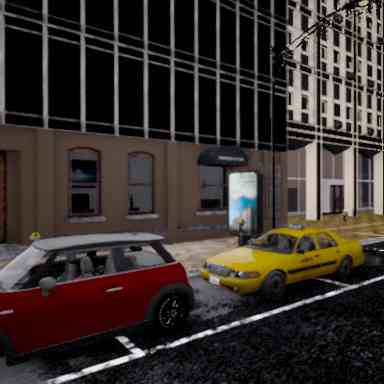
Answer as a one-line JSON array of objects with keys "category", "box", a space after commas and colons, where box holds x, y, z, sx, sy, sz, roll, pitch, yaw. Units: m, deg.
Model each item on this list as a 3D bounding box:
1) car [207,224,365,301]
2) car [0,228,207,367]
[{"category": "car", "box": [2.432, 1.503, 8.293, 4.829, 1.417, 1.752, 0, 0, -35]}, {"category": "car", "box": [-2.028, 1.437, 5.113, 4.097, 1.590, 1.967, 0, 0, -35]}]
